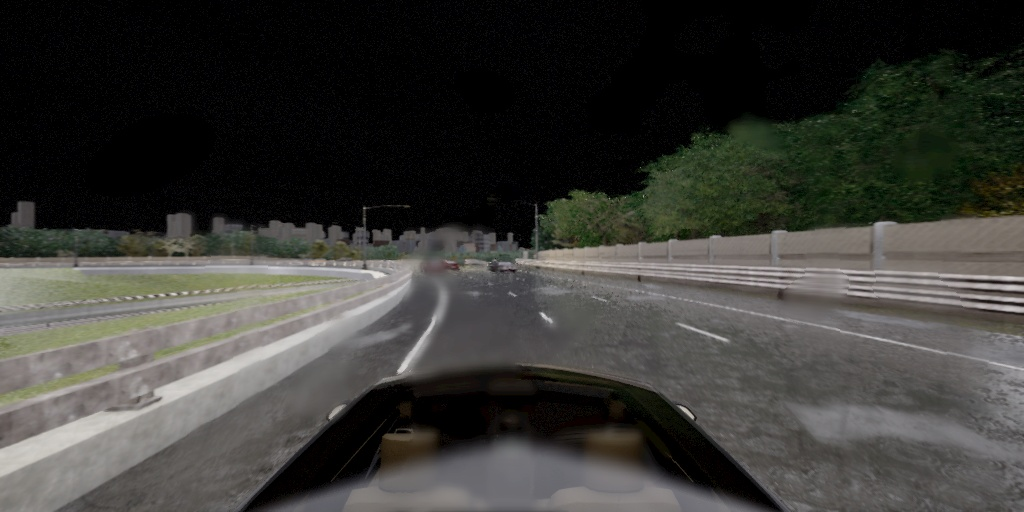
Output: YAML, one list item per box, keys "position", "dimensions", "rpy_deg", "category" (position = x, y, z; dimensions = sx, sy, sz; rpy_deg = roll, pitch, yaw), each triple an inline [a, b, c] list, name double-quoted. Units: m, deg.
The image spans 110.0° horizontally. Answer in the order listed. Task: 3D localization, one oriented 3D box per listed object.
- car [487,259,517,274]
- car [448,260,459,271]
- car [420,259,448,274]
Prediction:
- position: [-1.209, 1.312, 41.602]
  dimensions: [2.033, 1.411, 5.357]
  rpy_deg: [0, 0, -23]
  category: "car"
- position: [-8.766, 1.316, 49.157]
  dimensions: [1.882, 1.535, 5.008]
  rpy_deg: [0, 0, -28]
  category: "car"
- position: [-9.556, 1.198, 42.807]
  dimensions: [2.097, 1.767, 4.553]
  rpy_deg: [-1, 0, -25]
  category: "car"
